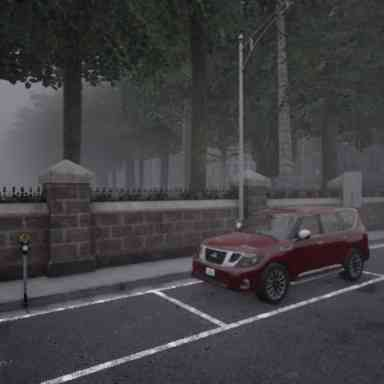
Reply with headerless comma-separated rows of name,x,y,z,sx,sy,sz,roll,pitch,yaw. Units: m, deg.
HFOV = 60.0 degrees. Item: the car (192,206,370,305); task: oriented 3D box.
car,2.422,1.308,8.261,5.009,1.841,2.192,0,0,-36
